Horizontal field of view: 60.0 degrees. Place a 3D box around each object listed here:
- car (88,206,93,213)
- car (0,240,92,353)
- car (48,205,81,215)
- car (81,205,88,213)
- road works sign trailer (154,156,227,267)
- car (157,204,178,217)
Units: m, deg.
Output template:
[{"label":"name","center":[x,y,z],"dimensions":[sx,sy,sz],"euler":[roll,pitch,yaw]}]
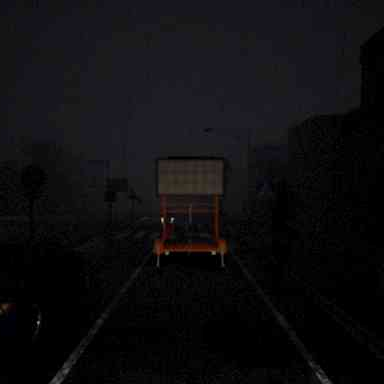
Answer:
[{"label":"car","center":[-21.943,3.247,62.786],"dimensions":[5.008,1.535,2.097],"euler":[0,-2,0]},{"label":"car","center":[-3.358,1.633,6.206],"dimensions":[1.994,1.385,4.181],"euler":[0,-1,0]},{"label":"car","center":[-21.946,3.070,56.239],"dimensions":[4.674,1.452,2.002],"euler":[0,-2,0]},{"label":"car","center":[-21.938,3.140,59.515],"dimensions":[4.892,1.521,2.231],"euler":[0,-2,0]},{"label":"road works sign trailer","center":[-0.049,0.551,11.710],"dimensions":[2.380,3.560,2.880],"euler":[0,-1,0]},{"label":"car","center":[-3.344,2.850,47.697],"dimensions":[2.033,1.411,5.357],"euler":[0,-2,0]}]
